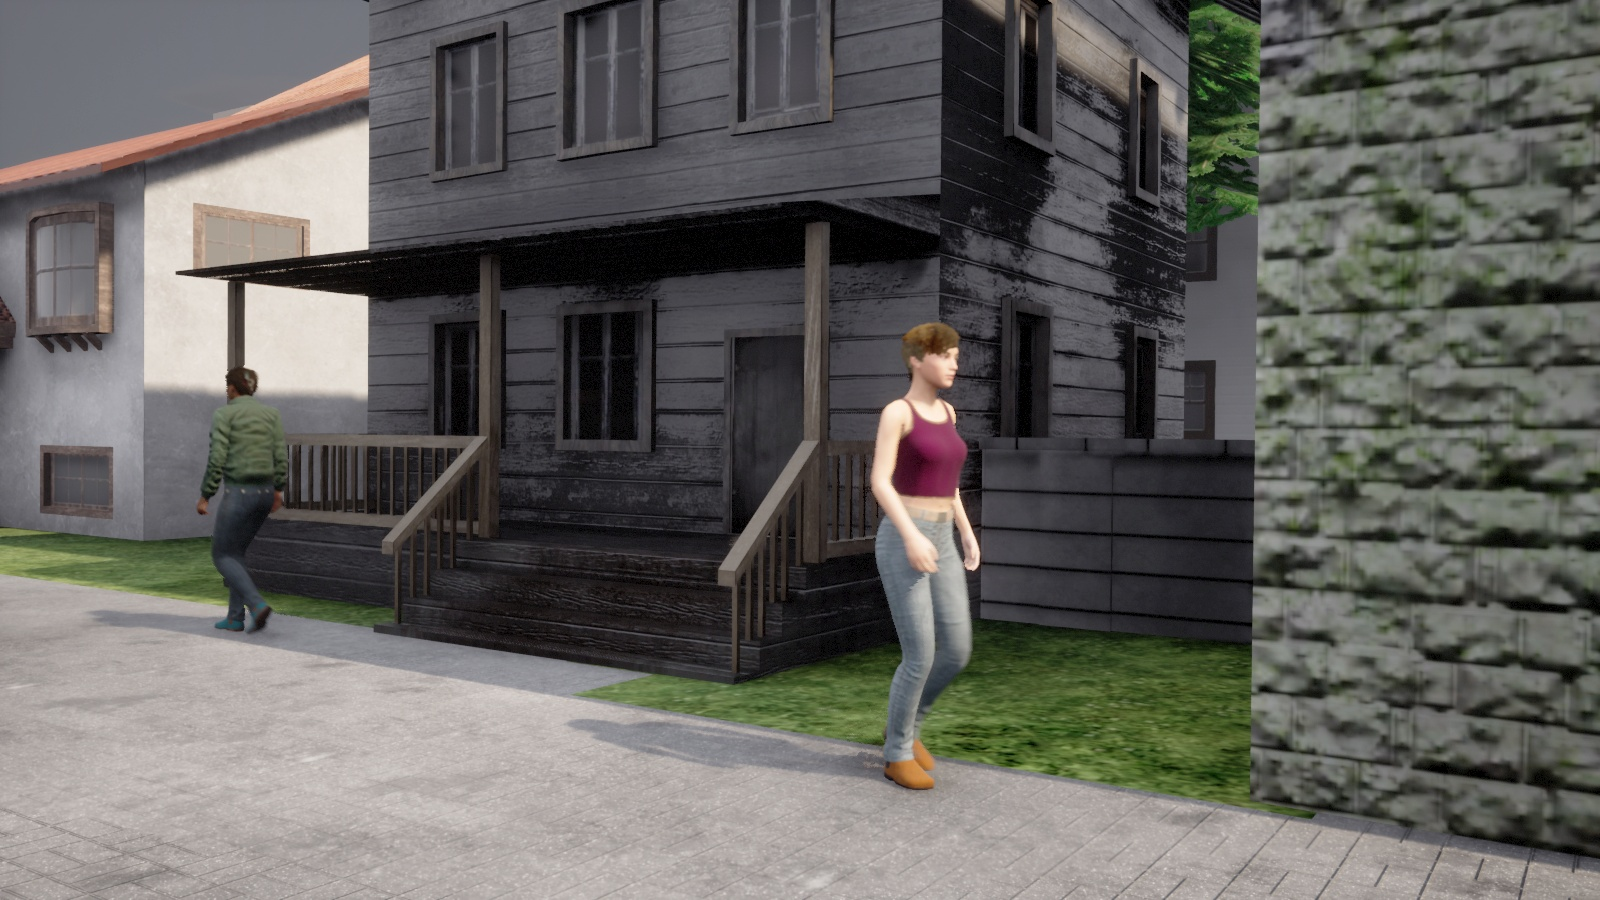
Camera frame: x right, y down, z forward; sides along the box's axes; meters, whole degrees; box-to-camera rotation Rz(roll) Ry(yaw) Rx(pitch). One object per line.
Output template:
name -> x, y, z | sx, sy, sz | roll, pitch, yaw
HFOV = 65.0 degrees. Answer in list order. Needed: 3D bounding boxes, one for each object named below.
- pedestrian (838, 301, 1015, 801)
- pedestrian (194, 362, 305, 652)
pedestrian -> 0.492, 0.369, 4.933 | 0.345, 1.836, 0.594 | -1, 1, -44
pedestrian -> -3.640, 0.361, 8.300 | 0.614, 1.847, 0.353 | 0, 1, 31
